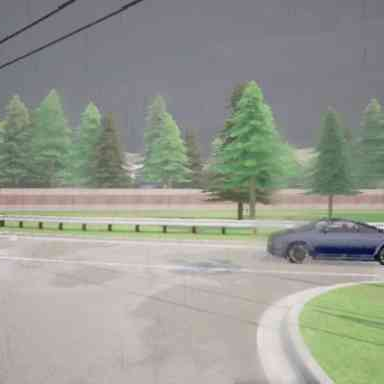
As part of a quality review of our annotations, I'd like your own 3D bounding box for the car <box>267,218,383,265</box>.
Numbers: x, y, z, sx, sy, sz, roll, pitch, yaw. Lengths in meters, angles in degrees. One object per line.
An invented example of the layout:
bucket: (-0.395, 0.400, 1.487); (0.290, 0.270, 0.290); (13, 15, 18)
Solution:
car: (4.652, 1.562, 11.037); (4.181, 1.385, 1.994); (0, 0, 7)
